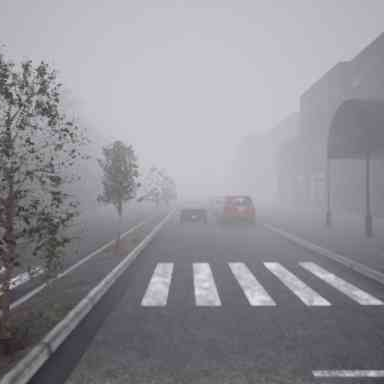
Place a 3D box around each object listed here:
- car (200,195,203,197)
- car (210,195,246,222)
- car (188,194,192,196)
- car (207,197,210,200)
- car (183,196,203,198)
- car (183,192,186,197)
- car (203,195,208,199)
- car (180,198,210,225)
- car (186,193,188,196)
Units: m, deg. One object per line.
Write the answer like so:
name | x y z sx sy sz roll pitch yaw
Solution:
car | 2.792 1.499 51.519 2.163 1.488 4.792 0 0 -2
car | 3.069 1.359 29.116 2.185 1.767 4.553 0 0 0
car | 0.893 1.417 79.228 2.231 1.521 4.892 0 0 -5
car | 3.073 1.483 34.688 2.231 1.521 4.892 0 0 0
car | 0.044 1.595 42.438 1.895 1.301 4.718 0 0 -1
car | -0.358 1.383 90.288 2.097 1.535 5.008 0 0 -7
car | 2.964 1.505 45.837 2.163 1.488 4.792 0 0 -1
car | 0.117 1.480 24.479 1.882 1.535 5.008 0 0 0
car | 0.295 1.400 84.758 2.097 1.535 5.008 0 0 -6
